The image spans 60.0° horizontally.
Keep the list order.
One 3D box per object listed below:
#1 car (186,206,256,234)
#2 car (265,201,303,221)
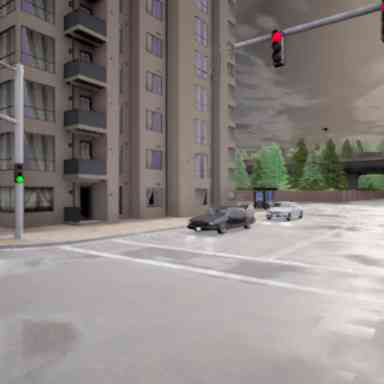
[{"bbox_3d":[1.902,1.542,19.516,2.033,1.411,5.357,0,0,36],"label":"car"},{"bbox_3d":[7.712,1.521,27.477,1.812,1.442,4.674,0,0,36],"label":"car"}]
